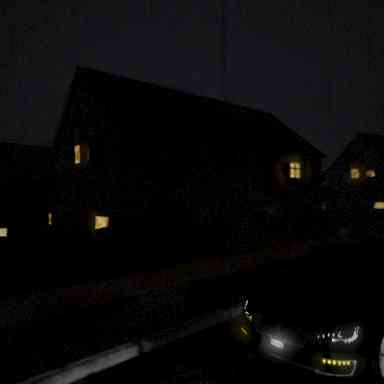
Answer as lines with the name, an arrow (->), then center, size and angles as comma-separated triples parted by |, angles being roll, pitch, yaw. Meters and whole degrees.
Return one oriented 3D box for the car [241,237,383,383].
car -> 2.849, 1.598, 5.665 | 4.892, 1.490, 1.837 | 0, -2, -41
